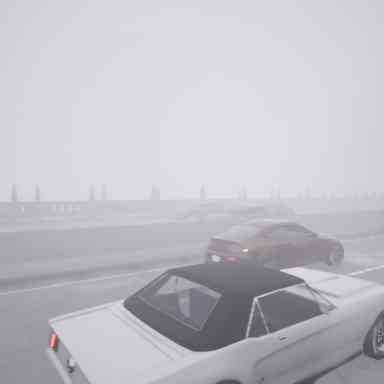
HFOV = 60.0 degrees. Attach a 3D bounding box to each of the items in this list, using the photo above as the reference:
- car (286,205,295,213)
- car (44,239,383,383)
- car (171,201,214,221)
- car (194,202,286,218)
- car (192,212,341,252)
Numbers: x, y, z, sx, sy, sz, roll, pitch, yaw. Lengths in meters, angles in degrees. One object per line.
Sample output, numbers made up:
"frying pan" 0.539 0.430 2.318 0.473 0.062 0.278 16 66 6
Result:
"car" 5.590 1.492 24.837 4.902 1.511 2.128 0 0 -34
"car" 0.795 1.601 4.296 4.718 1.301 1.895 0 0 -35
"car" 0.685 1.505 25.743 4.892 1.490 1.837 0 0 -34
"car" 2.804 1.505 18.716 4.892 1.490 1.837 0 0 -34
"car" 2.500 1.526 9.759 4.674 1.442 1.812 0 0 -35
